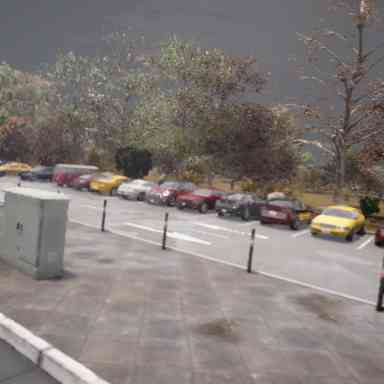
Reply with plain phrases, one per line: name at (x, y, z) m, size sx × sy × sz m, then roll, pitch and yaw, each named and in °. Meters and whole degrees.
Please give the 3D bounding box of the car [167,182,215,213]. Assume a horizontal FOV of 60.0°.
car at (0.965, 0.446, 22.051) m, size 2.097 × 1.535 × 5.008 m, roll 8°, pitch 5°, yaw 35°

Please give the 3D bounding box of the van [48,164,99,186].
van at (-10.182, -1.394, 30.116) m, size 1.878 × 1.987 × 4.442 m, roll 8°, pitch 5°, yaw 35°

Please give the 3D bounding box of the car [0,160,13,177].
car at (-19.364, -2.462, 36.276) m, size 1.946 × 1.575 × 5.366 m, roll 8°, pitch 5°, yaw 35°

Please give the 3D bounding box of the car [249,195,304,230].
car at (5.467, 1.123, 18.877) m, size 2.163 × 1.488 × 4.792 m, roll 8°, pitch 5°, yaw 35°

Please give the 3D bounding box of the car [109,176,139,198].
car at (-3.536, -0.161, 25.243) m, size 2.002 × 1.452 × 4.674 m, roll 8°, pitch 5°, yaw 35°

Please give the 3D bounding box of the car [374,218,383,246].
car at (9.960, 1.772, 15.681) m, size 2.163 × 1.488 × 4.792 m, roll 8°, pitch 5°, yaw 35°

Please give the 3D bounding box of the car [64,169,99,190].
car at (-8.031, -0.807, 28.439) m, size 2.002 × 1.452 × 4.674 m, roll 8°, pitch 5°, yaw 35°

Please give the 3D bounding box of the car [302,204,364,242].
car at (7.590, 1.415, 17.102) m, size 1.946 × 1.575 × 5.366 m, roll 8°, pitch 5°, yaw 35°

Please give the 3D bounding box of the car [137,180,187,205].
car at (-1.255, -0.002, 23.661) m, size 2.185 × 1.767 × 4.553 m, roll 8°, pitch 5°, yaw 35°

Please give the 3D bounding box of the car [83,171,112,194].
car at (-5.780, -0.524, 26.835) m, size 2.097 × 1.535 × 5.008 m, roll 8°, pitch 5°, yaw 35°

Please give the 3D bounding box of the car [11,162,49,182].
car at (-14.783, -1.785, 33.210) m, size 2.163 × 1.488 × 4.792 m, roll 8°, pitch 5°, yaw 35°

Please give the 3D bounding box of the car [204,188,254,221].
car at (3.204, 0.771, 20.443) m, size 2.231 × 1.521 × 4.892 m, roll 8°, pitch 5°, yaw 35°
